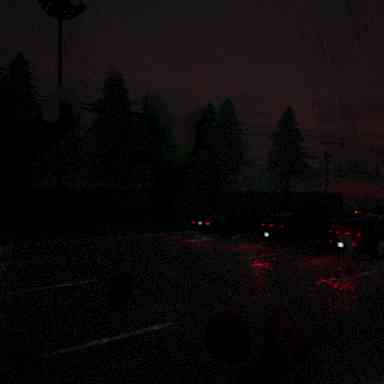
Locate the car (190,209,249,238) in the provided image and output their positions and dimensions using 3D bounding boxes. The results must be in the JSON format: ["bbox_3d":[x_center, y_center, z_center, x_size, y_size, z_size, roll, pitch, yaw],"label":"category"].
[{"bbox_3d":[2.482,1.680,18.525,5.357,1.411,2.033,1,0,-35],"label":"car"}]

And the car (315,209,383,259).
[{"bbox_3d":[7.340,1.649,13.378,4.892,1.490,1.837,0,0,-35],"label":"car"}]

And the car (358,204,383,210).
[{"bbox_3d":[15.466,1.803,27.810,4.892,1.490,1.837,0,0,-36],"label":"car"}]

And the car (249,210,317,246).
[{"bbox_3d":[5.310,1.649,16.230,4.892,1.490,1.837,0,0,-35],"label":"car"}]
